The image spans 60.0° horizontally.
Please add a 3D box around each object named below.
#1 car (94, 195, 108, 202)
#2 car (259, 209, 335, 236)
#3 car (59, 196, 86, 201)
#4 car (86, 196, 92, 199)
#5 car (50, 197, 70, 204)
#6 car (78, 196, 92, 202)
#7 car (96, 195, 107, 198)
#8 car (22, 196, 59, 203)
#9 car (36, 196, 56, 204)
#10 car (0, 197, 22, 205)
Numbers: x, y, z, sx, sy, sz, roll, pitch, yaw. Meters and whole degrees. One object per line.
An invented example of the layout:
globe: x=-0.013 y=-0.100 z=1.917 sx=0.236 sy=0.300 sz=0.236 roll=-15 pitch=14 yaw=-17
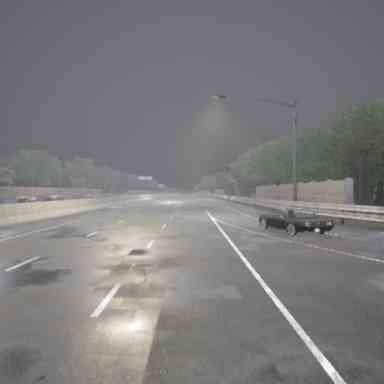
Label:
car: x=-21.267 y=1.420 z=77.934 sx=1.837 sy=1.490 sz=4.892 roll=0 pitch=0 yaw=0
car: x=5.483 y=1.581 z=18.272 sx=1.895 sy=1.301 sz=4.718 roll=0 pitch=0 yaw=-16
car: x=-17.677 y=1.462 z=48.737 sx=1.837 sy=1.490 sz=4.892 roll=0 pitch=0 yaw=0
car: x=-21.179 y=1.489 z=62.556 sx=2.033 sy=1.411 sz=5.357 roll=0 pitch=0 yaw=0
car: x=-24.672 y=1.542 z=62.322 sx=1.895 sy=1.301 sz=4.718 roll=0 pitch=0 yaw=0
car: x=-24.763 y=1.517 z=77.202 sx=1.895 sy=1.301 sz=4.718 roll=0 pitch=0 yaw=0
car: x=-17.692 y=1.444 z=64.649 sx=1.837 sy=1.490 sz=4.892 roll=0 pitch=0 yaw=0
car: x=-21.178 y=1.504 z=46.696 sx=2.033 sy=1.411 sz=5.357 roll=0 pitch=0 yaw=0
car: x=-28.182 y=1.494 z=64.242 sx=1.994 sy=1.385 sz=4.181 roll=0 pitch=0 yaw=0
car: x=-24.675 y=1.521 z=46.375 sx=1.994 sy=1.385 sz=4.181 roll=0 pitch=0 yaw=0
